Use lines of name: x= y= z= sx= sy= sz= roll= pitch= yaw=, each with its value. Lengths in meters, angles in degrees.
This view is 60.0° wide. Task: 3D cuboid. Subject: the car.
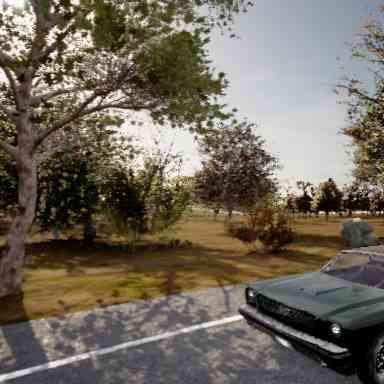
car: x=3.095 y=1.624 z=5.346 sx=4.718 sy=1.301 sz=1.895 roll=0 pitch=0 yaw=-29
